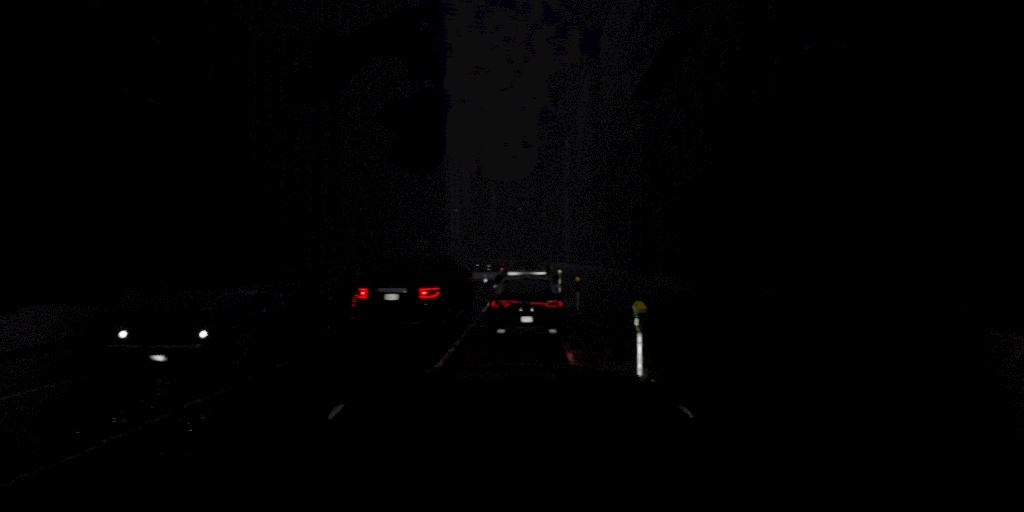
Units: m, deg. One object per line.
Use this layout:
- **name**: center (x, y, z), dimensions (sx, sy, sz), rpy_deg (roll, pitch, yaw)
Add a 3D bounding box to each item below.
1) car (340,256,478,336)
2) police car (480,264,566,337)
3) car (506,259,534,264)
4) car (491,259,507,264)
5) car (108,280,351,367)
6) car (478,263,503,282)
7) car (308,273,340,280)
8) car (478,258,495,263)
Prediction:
- **car**: center (-2.588, 1.029, 10.747), dimensions (2.150, 2.045, 5.566), rpy_deg (-1, 0, 3)
- **police car**: center (0.440, 1.203, 10.509), dimensions (1.930, 1.638, 5.238), rpy_deg (-1, 0, 3)
- **car**: center (0.812, 1.277, 27.099), dimensions (1.967, 1.591, 4.097), rpy_deg (0, 0, 3)
- **car**: center (-1.155, 1.450, 45.252), dimensions (1.812, 1.442, 4.674), rpy_deg (-1, 0, 3)
- **car**: center (-5.897, 1.432, 8.294), dimensions (1.895, 1.301, 4.718), rpy_deg (-1, 0, 3)
- **car**: center (-1.816, 1.467, 28.068), dimensions (1.895, 1.301, 4.718), rpy_deg (-1, 0, 3)
- **car**: center (-8.204, 1.448, 16.205), dimensions (1.948, 1.339, 4.313), rpy_deg (0, 0, 3)
- **car**: center (-3.898, 1.378, 51.148), dimensions (2.097, 1.767, 4.553), rpy_deg (-1, 0, 3)
